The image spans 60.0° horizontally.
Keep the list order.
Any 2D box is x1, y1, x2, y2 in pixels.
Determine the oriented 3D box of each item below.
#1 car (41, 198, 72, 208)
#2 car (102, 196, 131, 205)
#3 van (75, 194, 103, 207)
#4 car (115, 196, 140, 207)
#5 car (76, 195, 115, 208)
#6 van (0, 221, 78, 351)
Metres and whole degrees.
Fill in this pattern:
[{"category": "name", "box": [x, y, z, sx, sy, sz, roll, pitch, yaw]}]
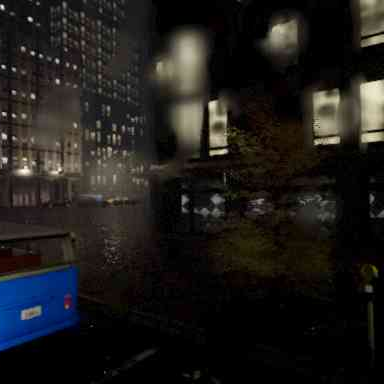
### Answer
[{"category": "car", "box": [-19.445, 1.580, 47.777, 1.947, 1.339, 4.313, -1, 0, 36]}, {"category": "car", "box": [-12.884, 1.454, 56.743, 1.752, 1.417, 4.829, -1, 0, 36]}, {"category": "van", "box": [-16.117, 1.312, 52.329, 1.690, 1.788, 3.998, -1, 0, 36]}, {"category": "car", "box": [-9.330, 1.372, 47.412, 2.008, 1.369, 4.403, -1, 0, 36]}, {"category": "car", "box": [-12.659, 1.410, 42.862, 1.887, 1.381, 4.507, -1, 0, 36]}, {"category": "van", "box": [-3.621, 1.367, 5.471, 3.998, 1.788, 1.690, 0, -1, 35]}]
